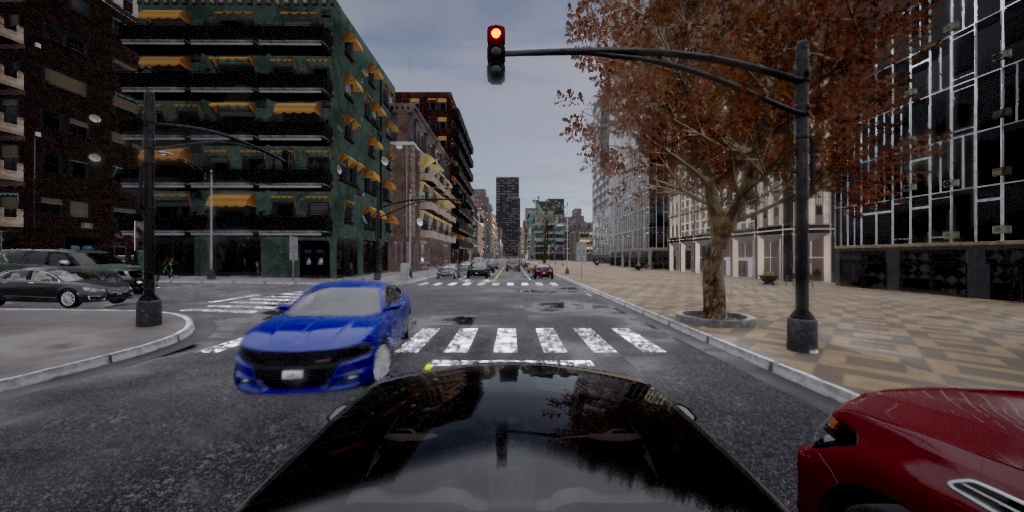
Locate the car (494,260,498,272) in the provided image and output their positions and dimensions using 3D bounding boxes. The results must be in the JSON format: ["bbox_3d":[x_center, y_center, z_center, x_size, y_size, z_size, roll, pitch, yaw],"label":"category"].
[{"bbox_3d":[-3.035,1.374,43.683,1.895,1.301,4.718,0,0,0],"label":"car"}]

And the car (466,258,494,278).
[{"bbox_3d":[-3.059,1.241,33.660,1.882,1.535,5.008,0,0,0],"label":"car"}]

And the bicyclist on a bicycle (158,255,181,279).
[{"bbox_3d":[-23.144,0.761,24.238,0.582,1.620,1.656,1,0,-1],"label":"bicyclist on a bicycle"}]

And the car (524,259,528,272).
[{"bbox_3d":[2.737,1.298,43.601,1.751,1.417,4.829,0,0,0],"label":"car"}]

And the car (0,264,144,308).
[{"bbox_3d":[-16.422,1.092,12.970,4.403,1.370,2.007,0,0,-1],"label":"car"}]

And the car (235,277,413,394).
[{"bbox_3d":[-3.137,1.228,7.006,1.882,1.535,5.008,1,0,-9],"label":"car"}]

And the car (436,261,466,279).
[{"bbox_3d":[-5.655,1.313,32.375,2.007,1.370,4.403,0,0,0],"label":"car"}]

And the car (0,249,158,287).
[{"bbox_3d":[-18.849,0.731,15.546,5.566,2.045,2.150,1,0,0],"label":"car"}]

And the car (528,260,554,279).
[{"bbox_3d":[2.725,1.307,32.365,1.888,1.381,4.507,0,0,0],"label":"car"}]

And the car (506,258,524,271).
[{"bbox_3d":[0.152,1.273,50.068,2.128,1.511,4.902,0,0,0],"label":"car"}]
